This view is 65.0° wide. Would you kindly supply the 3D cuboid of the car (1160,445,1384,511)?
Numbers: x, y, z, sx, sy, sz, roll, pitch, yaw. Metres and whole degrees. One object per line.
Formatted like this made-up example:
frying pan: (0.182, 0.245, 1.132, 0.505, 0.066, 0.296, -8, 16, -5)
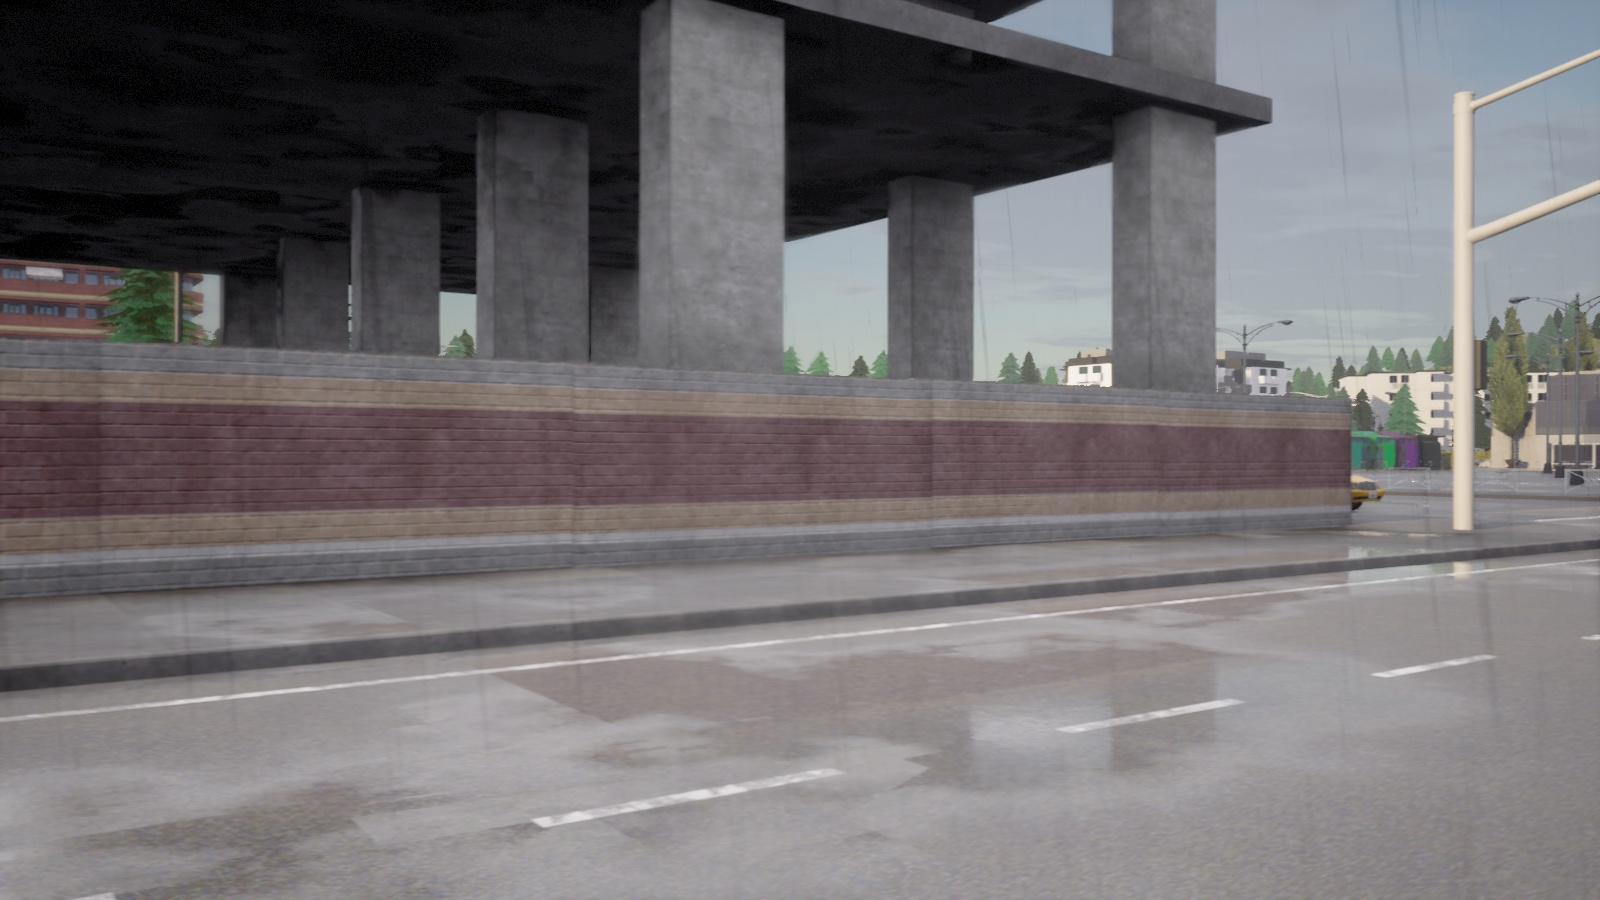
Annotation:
car: (12.106, 0.682, 32.585, 1.801, 1.575, 5.366, 0, 0, -35)
